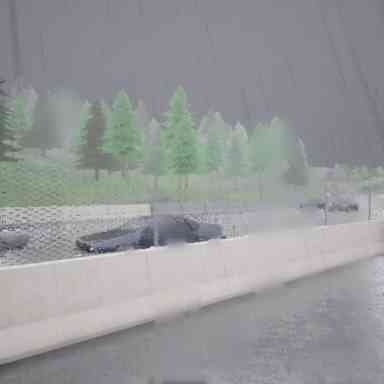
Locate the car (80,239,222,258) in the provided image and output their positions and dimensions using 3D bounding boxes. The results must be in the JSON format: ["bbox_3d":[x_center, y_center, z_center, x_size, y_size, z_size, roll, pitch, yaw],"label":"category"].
[{"bbox_3d":[-1.298,1.547,11.750,5.357,1.411,2.033,0,0,-37],"label":"car"}]
